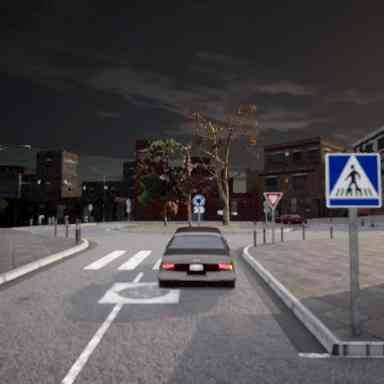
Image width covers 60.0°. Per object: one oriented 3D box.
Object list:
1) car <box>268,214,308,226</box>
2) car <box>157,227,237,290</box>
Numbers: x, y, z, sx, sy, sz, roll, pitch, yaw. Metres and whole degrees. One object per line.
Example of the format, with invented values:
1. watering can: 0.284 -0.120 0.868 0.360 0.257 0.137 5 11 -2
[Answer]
1. car: 10.998 3.239 38.592 1.895 1.301 4.718 2 -4 -27
2. car: 0.176 1.694 9.443 2.033 1.411 5.357 0 -2 2
